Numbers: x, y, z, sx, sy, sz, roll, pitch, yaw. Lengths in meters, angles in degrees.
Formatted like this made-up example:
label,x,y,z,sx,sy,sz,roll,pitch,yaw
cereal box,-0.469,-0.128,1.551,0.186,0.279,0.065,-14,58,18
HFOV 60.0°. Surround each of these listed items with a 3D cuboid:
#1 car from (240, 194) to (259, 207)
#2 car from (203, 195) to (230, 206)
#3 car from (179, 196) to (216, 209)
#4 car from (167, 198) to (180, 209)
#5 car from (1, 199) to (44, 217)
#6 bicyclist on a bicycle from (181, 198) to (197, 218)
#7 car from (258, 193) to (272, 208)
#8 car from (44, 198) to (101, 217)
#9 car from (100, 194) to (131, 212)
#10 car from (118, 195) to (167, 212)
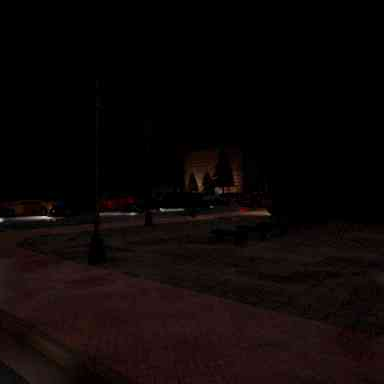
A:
label,x,y,z,sx,sy,sz,roll,pitch,yaw
car,9.097,1.504,50.002,1.837,1.490,4.892,0,0,41
car,3.814,1.562,54.737,1.994,1.385,4.181,0,0,41
car,0.845,1.600,45.841,1.895,1.301,4.718,0,0,40
car,-2.731,1.546,47.043,2.033,1.411,5.357,0,0,40
car,-15.880,1.476,31.467,1.882,1.535,5.008,0,0,40
bicyclist on a bicycle,-0.267,1.300,26.728,1.656,1.620,0.582,0,0,40
car,11.992,1.351,47.999,2.097,1.767,4.553,0,0,41
car,-11.227,1.563,31.543,1.994,1.385,4.181,0,0,40
car,-9.472,1.220,39.056,2.150,2.045,5.566,0,0,41
car,-5.562,1.477,38.262,1.882,1.535,5.008,0,0,40
